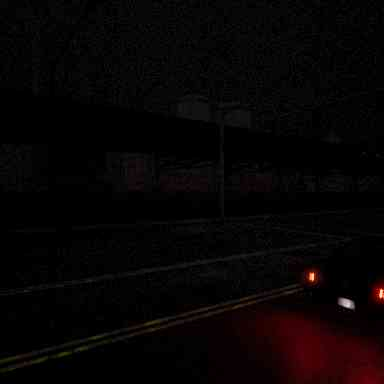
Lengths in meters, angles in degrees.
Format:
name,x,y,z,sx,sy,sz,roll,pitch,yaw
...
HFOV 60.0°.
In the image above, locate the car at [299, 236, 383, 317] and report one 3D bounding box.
name,x,y,z,sx,sy,sz,roll,pitch,yaw
car,4.439,1.598,6.919,4.718,1.301,1.895,0,0,-35
